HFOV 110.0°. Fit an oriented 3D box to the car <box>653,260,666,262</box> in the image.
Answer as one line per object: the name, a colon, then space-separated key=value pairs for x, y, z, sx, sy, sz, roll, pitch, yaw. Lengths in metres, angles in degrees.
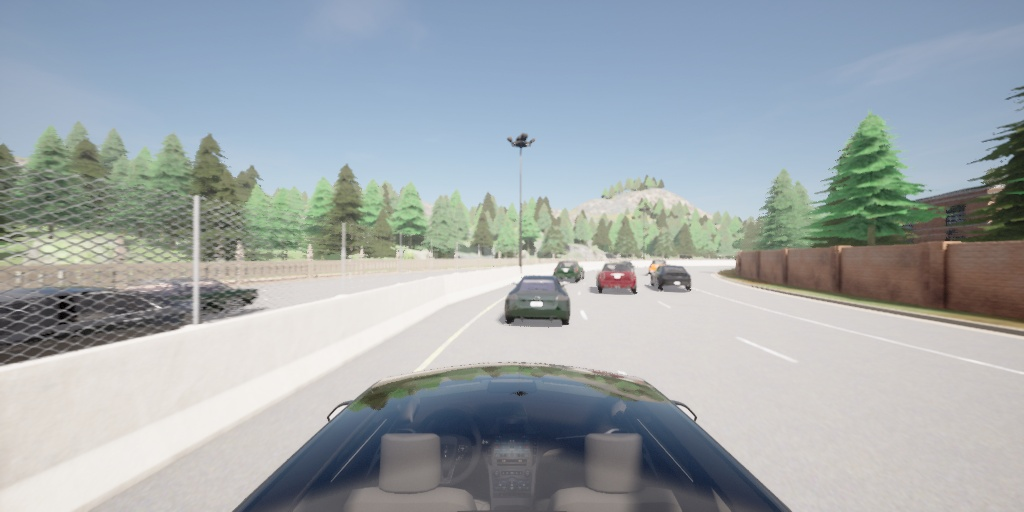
car: x=16.625 y=1.218 z=40.280 sx=2.097 sy=1.767 sz=4.553 roll=0 pitch=0 yaw=26

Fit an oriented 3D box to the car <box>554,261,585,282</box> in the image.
car: x=4.769 y=1.153 z=29.666 sx=2.097 sy=1.767 sz=4.553 roll=0 pitch=0 yaw=17

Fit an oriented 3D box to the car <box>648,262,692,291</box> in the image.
car: x=10.073 y=1.323 z=22.948 sx=1.837 sy=1.490 sz=4.892 roll=0 pitch=0 yaw=14

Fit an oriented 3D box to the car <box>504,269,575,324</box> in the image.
car: x=0.932 y=1.329 z=12.110 sx=1.994 sy=1.385 sz=4.181 roll=0 pitch=0 yaw=7

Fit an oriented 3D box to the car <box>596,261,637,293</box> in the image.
car: x=6.143 y=1.150 z=21.438 sx=2.097 sy=1.767 sz=4.553 roll=0 pitch=0 yaw=12

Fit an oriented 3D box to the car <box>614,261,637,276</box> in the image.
car: x=12.864 y=1.354 z=40.602 sx=1.837 sy=1.490 sz=4.892 roll=0 pitch=0 yaw=25

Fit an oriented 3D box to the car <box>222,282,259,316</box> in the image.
car: x=-10.015 y=1.314 z=10.401 sx=1.895 sy=1.301 sz=4.718 roll=0 pitch=0 yaw=6

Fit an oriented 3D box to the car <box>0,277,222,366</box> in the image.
car: x=-6.887 y=1.227 z=4.767 sx=1.837 sy=1.490 sz=4.892 roll=0 pitch=0 yaw=3
